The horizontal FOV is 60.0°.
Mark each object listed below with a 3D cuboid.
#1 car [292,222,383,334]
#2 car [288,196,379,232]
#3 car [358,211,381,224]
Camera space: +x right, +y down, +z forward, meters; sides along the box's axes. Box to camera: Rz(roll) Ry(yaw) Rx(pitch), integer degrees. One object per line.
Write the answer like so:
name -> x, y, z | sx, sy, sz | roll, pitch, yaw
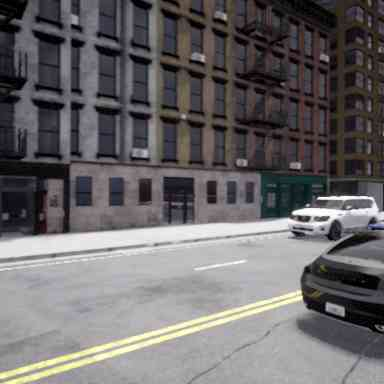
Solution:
car -> 4.108, 1.502, 6.373 | 4.892, 1.490, 1.837 | 0, 0, -36
car -> 7.296, 1.222, 16.783 | 5.566, 2.045, 2.150 | 1, 0, -35
car -> 9.443, 1.597, 14.318 | 4.718, 1.301, 1.895 | 0, 0, -35
